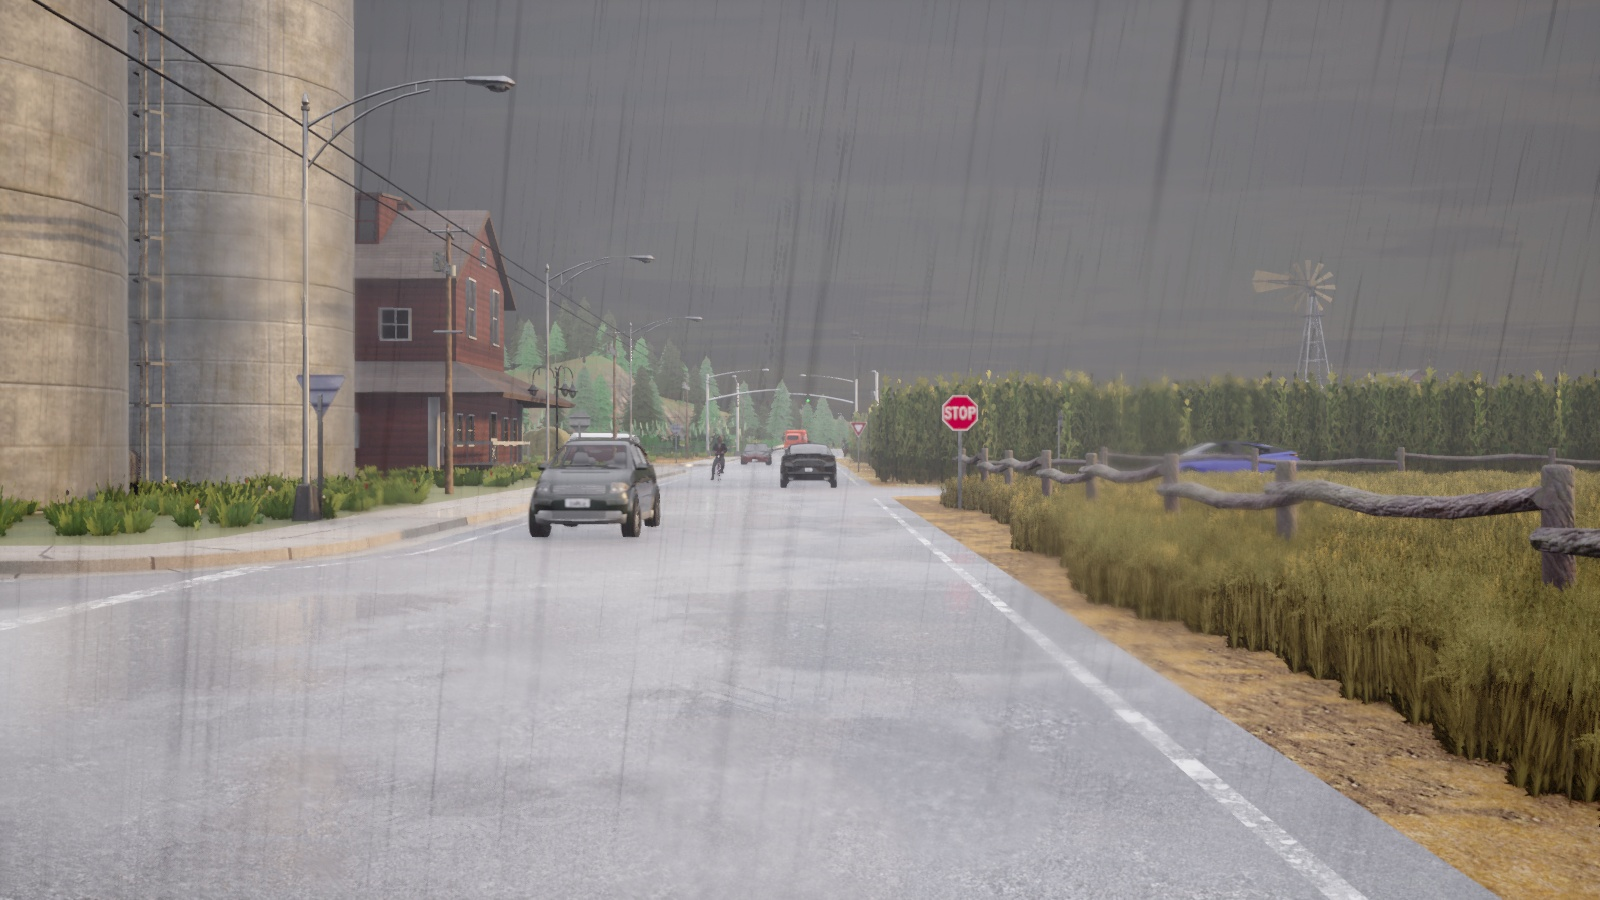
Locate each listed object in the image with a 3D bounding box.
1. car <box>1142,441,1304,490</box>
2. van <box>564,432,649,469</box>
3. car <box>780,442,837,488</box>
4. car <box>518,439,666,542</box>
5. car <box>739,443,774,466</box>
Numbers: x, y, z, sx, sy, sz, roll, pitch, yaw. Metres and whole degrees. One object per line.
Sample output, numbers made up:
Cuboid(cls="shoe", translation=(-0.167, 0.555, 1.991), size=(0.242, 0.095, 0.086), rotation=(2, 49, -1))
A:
Cuboid(cls="car", translation=(13.484, 0.477, 40.252), size=(4.514, 1.525, 2.007), rotation=(0, 0, 1))
Cuboid(cls="van", translation=(-10.899, 0.033, 71.016), size=(4.480, 2.038, 2.069), rotation=(0, 0, 0))
Cuboid(cls="car", translation=(0.301, 0.478, 43.667), size=(1.882, 1.535, 5.008), rotation=(0, 0, 0))
Cuboid(cls="car", translation=(-3.353, 0.604, 20.880), size=(1.789, 1.549, 3.705), rotation=(0, 0, 1))
Cuboid(cls="car", translation=(-2.928, 0.265, 84.818), size=(2.163, 1.488, 4.792), rotation=(0, 0, 0))
